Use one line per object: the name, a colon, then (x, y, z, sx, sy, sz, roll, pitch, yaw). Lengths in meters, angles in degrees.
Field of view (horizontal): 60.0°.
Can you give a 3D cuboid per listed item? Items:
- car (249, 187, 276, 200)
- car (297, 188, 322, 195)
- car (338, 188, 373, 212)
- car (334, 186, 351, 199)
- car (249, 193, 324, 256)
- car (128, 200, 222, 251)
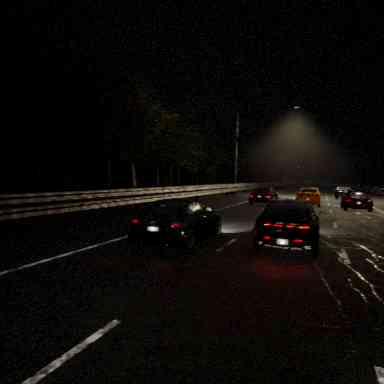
car: (6.130, 0.322, 28.110, 2.033, 1.411, 5.357, 3, 3, 21)
car: (10.036, 0.358, 28.511, 1.882, 1.535, 5.008, 3, 3, 21)
car: (12.618, 0.675, 25.541, 1.994, 1.385, 4.181, 3, 3, 21)
car: (17.937, 0.104, 39.242, 2.128, 1.511, 4.902, 3, 3, 21)
car: (3.347, 1.019, 11.265, 1.837, 1.490, 4.892, 3, 3, 21)
car: (-0.378, 0.955, 11.338, 1.994, 1.385, 4.181, 3, 3, 21)
